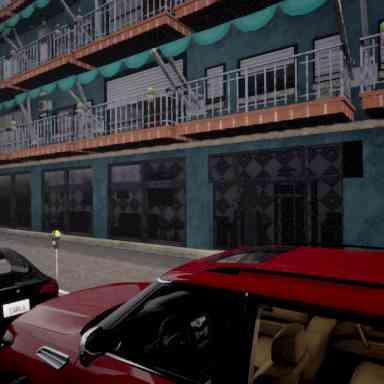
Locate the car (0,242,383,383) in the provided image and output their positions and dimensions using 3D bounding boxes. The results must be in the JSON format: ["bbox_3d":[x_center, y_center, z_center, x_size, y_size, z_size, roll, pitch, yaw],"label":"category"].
[{"bbox_3d":[0.608,1.315,2.303,5.009,1.841,2.192,0,-1,36],"label":"car"}]
